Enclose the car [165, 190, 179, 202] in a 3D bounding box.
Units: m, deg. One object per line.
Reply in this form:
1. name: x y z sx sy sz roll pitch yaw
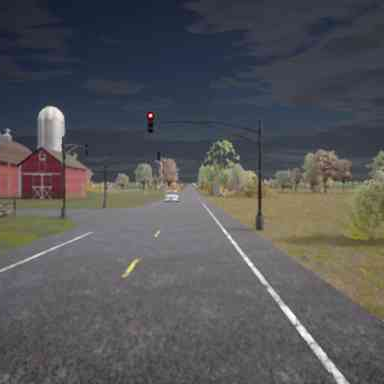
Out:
1. car: -3.488 0.782 57.588 2.150 2.045 5.566 0 3 0
